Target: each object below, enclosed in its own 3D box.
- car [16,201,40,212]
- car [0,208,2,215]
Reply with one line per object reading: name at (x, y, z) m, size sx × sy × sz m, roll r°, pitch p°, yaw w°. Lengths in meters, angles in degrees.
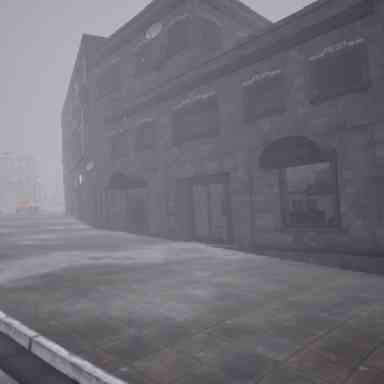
car at (-25.068, 2.114, 50.918) m, size 2.097 × 1.767 × 4.553 m, roll -3°, pitch -1°, yaw -4°
car at (-23.878, 2.048, 38.532) m, size 1.837 × 1.490 × 4.892 m, roll -3°, pitch 0°, yaw -6°
